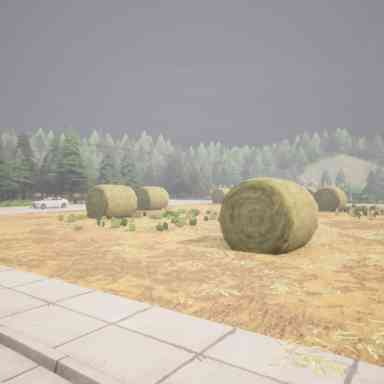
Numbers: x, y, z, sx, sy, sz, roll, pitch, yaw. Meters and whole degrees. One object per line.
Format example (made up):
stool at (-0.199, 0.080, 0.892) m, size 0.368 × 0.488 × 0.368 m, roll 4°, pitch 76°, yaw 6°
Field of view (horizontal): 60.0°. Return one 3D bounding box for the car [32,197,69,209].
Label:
car at (-18.423, 1.404, 43.468) m, size 1.812 × 1.442 × 4.674 m, roll 0°, pitch 0°, yaw 36°
